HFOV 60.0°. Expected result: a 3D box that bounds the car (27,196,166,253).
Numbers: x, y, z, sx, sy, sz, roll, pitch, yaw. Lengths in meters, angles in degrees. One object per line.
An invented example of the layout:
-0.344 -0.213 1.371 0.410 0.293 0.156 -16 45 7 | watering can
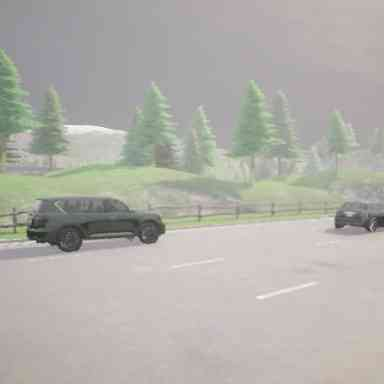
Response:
-3.820 1.202 13.919 5.566 2.045 2.150 0 0 -35 | car

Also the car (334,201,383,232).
10.560 1.317 19.866 4.553 1.767 2.097 0 0 -35 | car
